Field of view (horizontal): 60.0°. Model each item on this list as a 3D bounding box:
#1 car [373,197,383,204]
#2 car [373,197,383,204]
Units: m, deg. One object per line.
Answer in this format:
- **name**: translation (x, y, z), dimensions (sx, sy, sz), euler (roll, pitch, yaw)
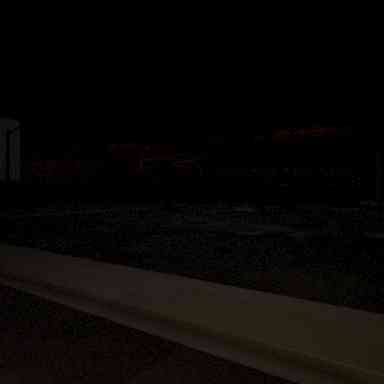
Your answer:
- **car**: translation (37.534, 1.576, 65.374), dimensions (1.853, 1.218, 4.536), euler (1, 1, 6)
- **car**: translation (37.527, 1.734, 65.323), dimensions (2.038, 1.542, 4.974), euler (1, 1, 6)
